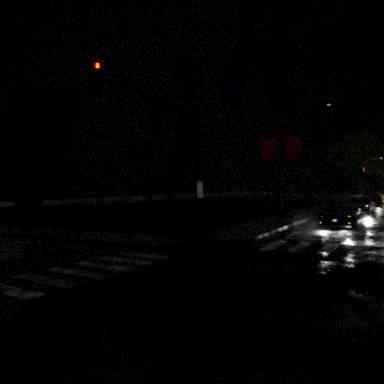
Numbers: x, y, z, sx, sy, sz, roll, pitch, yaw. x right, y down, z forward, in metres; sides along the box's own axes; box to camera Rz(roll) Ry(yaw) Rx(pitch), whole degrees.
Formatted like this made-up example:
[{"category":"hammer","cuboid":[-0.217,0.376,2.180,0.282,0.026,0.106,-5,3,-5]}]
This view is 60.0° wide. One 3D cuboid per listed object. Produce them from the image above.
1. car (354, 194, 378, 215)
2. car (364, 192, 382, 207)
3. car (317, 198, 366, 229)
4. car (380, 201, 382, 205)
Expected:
[{"category":"car","cuboid":[13.920,1.099,27.575,1.895,1.301,4.718,-2,0,33]},{"category":"car","cuboid":[19.592,0.748,36.394,1.882,1.535,5.008,-2,0,33]},{"category":"car","cuboid":[8.604,1.276,19.303,1.994,1.385,4.181,-2,0,32]},{"category":"car","cuboid":[11.257,1.182,17.414,1.994,1.385,4.181,-2,0,33]}]
